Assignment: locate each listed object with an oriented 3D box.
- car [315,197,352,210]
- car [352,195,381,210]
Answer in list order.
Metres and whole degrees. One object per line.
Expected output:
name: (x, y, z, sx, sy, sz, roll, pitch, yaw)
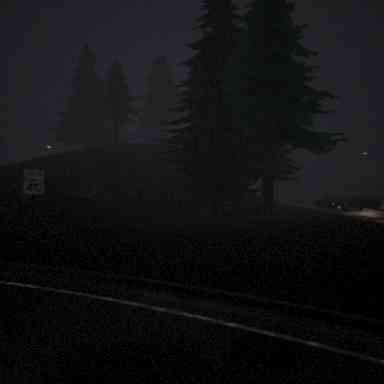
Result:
car: (14.844, 1.207, 35.705, 1.895, 1.301, 4.718, 1, 1, 1)
car: (18.349, 1.120, 36.023, 1.882, 1.535, 5.008, 1, 1, 1)
